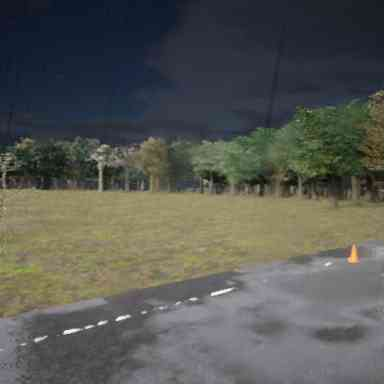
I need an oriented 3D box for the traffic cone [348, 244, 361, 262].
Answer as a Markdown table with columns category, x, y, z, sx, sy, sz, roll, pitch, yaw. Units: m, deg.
| category | x | y | z | sx | sy | sz | roll | pitch | yaw |
| --- | --- | --- | --- | --- | --- | --- | --- | --- | --- |
| traffic cone | 5.683 | 2.134 | 11.649 | 0.340 | 0.580 | 0.340 | 0 | -1 | -40 |
